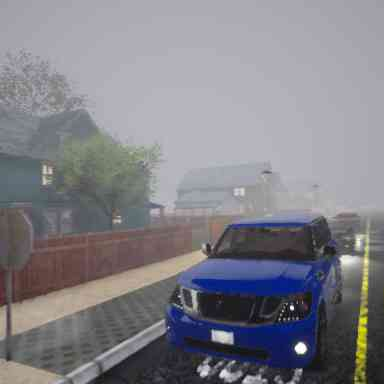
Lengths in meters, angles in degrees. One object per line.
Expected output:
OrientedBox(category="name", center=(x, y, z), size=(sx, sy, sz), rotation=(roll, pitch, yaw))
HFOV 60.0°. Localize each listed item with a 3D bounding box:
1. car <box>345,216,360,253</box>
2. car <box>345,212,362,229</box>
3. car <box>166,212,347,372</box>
OrientedBox(category="car", center=(7.093, 2.150, 16.677), size=(1.994, 1.385, 4.181), rotation=(-4, -3, 28))
OrientedBox(category="car", center=(12.741, 2.383, 27.209), size=(1.882, 1.535, 5.008), rotation=(-4, -3, 28))
OrientedBox(category="car", center=(1.658, 1.503, 6.624), size=(2.150, 2.045, 5.566), rotation=(-4, -2, 28))
